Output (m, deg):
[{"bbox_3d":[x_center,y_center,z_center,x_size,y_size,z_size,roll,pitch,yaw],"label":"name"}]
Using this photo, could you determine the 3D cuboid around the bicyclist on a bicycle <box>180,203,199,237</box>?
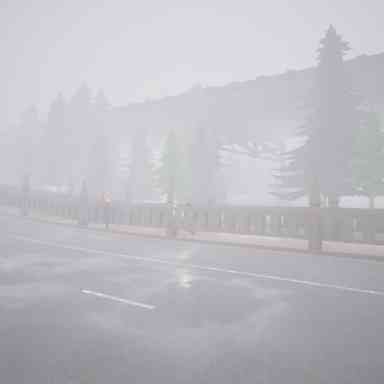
[{"bbox_3d":[-0.092,1.346,16.117,0.582,1.620,1.656,0,-3,33],"label":"bicyclist on a bicycle"}]
